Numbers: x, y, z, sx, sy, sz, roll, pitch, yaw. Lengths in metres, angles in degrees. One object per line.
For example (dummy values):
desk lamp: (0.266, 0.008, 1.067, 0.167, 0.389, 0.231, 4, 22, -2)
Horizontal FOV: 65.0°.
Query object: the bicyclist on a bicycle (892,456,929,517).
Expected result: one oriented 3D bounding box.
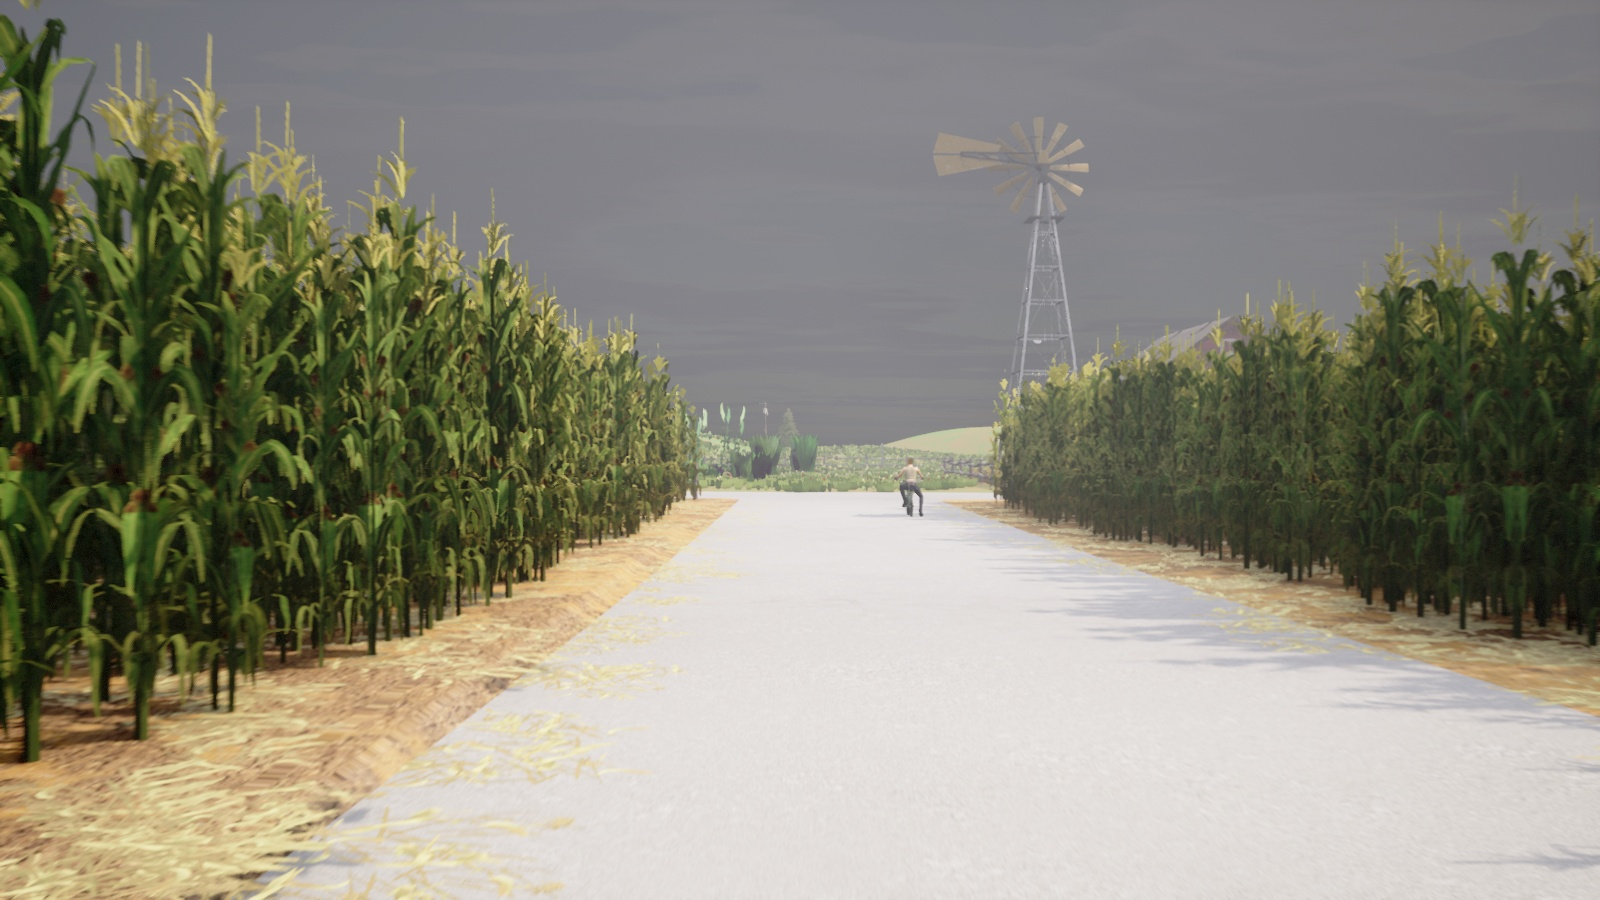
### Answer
bicyclist on a bicycle: (3.020, 0.991, 34.561, 0.866, 1.612, 1.509, 0, 0, 0)
